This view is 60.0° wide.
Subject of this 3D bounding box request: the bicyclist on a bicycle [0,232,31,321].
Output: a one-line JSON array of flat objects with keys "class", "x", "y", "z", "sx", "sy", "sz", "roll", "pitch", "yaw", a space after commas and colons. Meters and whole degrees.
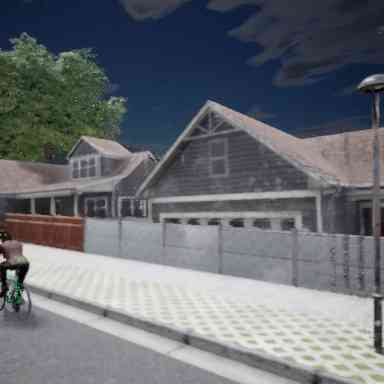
[{"class": "bicyclist on a bicycle", "x": -3.601, "y": 1.633, "z": 6.581, "sx": 1.656, "sy": 1.620, "sz": 0.582, "roll": -1, "pitch": -2, "yaw": 37}]
